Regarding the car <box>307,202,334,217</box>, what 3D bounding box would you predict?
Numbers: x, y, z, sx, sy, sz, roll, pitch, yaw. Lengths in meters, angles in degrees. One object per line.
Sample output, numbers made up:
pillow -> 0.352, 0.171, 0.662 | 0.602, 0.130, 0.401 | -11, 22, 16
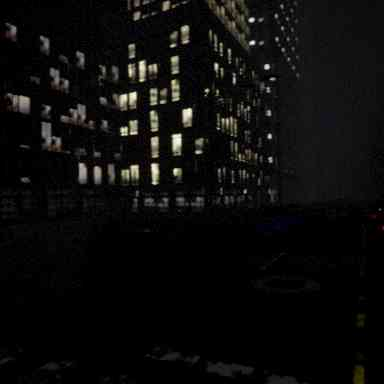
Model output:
car -> 12.563, 1.730, 33.013 | 2.008, 1.369, 4.403 | -2, -1, 28

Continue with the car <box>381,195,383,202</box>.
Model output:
car -> 45.946, 1.525, 78.777 | 1.887, 1.381, 4.507 | -2, -1, 29

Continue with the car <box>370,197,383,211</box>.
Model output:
car -> 21.504, 1.618, 38.160 | 1.895, 1.301, 4.718 | -2, -1, 28

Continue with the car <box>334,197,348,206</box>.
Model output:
car -> 25.613, 1.771, 57.941 | 1.947, 1.339, 4.313 | -2, -1, 28

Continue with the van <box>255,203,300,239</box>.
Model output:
van -> 4.727, 1.508, 18.059 | 1.690, 1.788, 3.998 | -2, -1, 28

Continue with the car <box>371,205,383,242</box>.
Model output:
car -> 9.952, 1.544, 16.007 | 2.033, 1.411, 5.357 | -2, -1, 28

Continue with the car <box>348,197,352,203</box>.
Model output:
car -> 36.278, 1.766, 77.747 | 1.887, 1.381, 4.507 | -2, -1, 28
